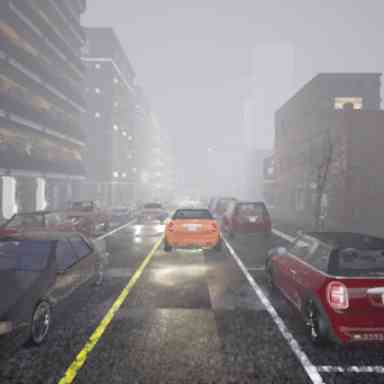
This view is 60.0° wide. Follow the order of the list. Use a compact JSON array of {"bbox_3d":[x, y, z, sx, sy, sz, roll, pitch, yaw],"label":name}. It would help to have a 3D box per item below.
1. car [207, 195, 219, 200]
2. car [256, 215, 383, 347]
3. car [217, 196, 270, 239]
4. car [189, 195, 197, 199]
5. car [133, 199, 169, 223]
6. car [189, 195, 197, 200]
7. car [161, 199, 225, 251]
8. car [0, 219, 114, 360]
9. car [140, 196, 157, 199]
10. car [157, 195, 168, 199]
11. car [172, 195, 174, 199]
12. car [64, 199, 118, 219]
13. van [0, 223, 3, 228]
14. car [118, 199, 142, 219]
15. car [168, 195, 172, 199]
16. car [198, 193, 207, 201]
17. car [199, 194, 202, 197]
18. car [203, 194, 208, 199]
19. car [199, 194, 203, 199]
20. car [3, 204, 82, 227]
[{"bbox_3d":[2.734,1.325,28.013,2.192,1.841,5.009,-1,0,0],"label":"car"},{"bbox_3d":[2.685,1.449,6.384,1.967,1.590,4.097,-1,0,0],"label":"car"},{"bbox_3d":[2.709,1.324,17.199,2.192,1.841,5.009,-1,0,0],"label":"car"},{"bbox_3d":[0.191,1.531,81.390,2.033,1.411,5.357,0,0,0],"label":"car"},{"bbox_3d":[-2.948,1.519,25.268,1.812,1.442,4.674,0,0,0],"label":"car"},{"bbox_3d":[0.216,1.508,91.806,2.033,1.411,5.357,0,0,0],"label":"car"},{"bbox_3d":[0.030,1.352,14.173,2.097,1.767,4.553,0,0,0],"label":"car"},{"bbox_3d":[-3.089,1.538,6.542,2.033,1.411,5.357,0,0,0],"label":"car"},{"bbox_3d":[-5.617,1.424,38.854,1.967,1.590,4.097,-1,0,0],"label":"car"},{"bbox_3d":[-5.578,1.423,55.076,1.967,1.590,4.097,-1,0,0],"label":"car"},{"bbox_3d":[-5.539,1.420,71.080,1.967,1.590,4.097,-1,0,0],"label":"car"},{"bbox_3d":[-5.671,1.299,17.226,2.192,1.841,5.009,-1,0,0],"label":"car"},{"bbox_3d":[-5.697,1.325,6.412,1.690,1.788,3.998,-1,0,0],"label":"van"},{"bbox_3d":[-5.642,1.535,28.040,2.008,1.369,4.403,-1,0,0],"label":"car"},{"bbox_3d":[-5.552,1.506,65.330,1.752,1.417,4.829,-1,0,0],"label":"car"},{"bbox_3d":[2.846,1.313,87.848,2.192,1.841,5.009,-1,0,0],"label":"car"},{"bbox_3d":[2.796,1.572,65.530,1.947,1.339,4.313,-1,0,0],"label":"car"},{"bbox_3d":[2.761,1.324,38.827,2.192,1.841,5.009,-1,0,0],"label":"car"},{"bbox_3d":[2.816,1.567,59.958,2.008,1.369,4.403,-1,0,0],"label":"car"},{"bbox_3d":[-5.682,1.424,11.819,1.967,1.590,4.097,-1,0,0],"label":"car"}]
